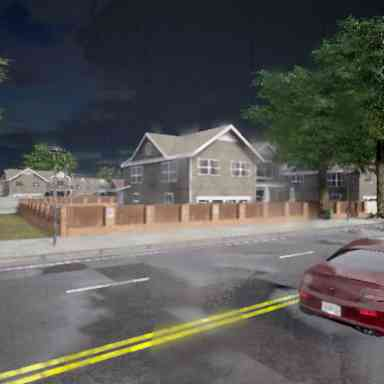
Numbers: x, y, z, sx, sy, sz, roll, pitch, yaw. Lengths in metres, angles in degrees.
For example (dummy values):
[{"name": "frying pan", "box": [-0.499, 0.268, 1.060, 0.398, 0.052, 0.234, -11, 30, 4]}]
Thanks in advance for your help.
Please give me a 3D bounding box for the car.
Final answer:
[{"name": "car", "box": [3.951, 1.575, 6.284, 4.674, 1.442, 1.812, 0, 0, -35]}]
